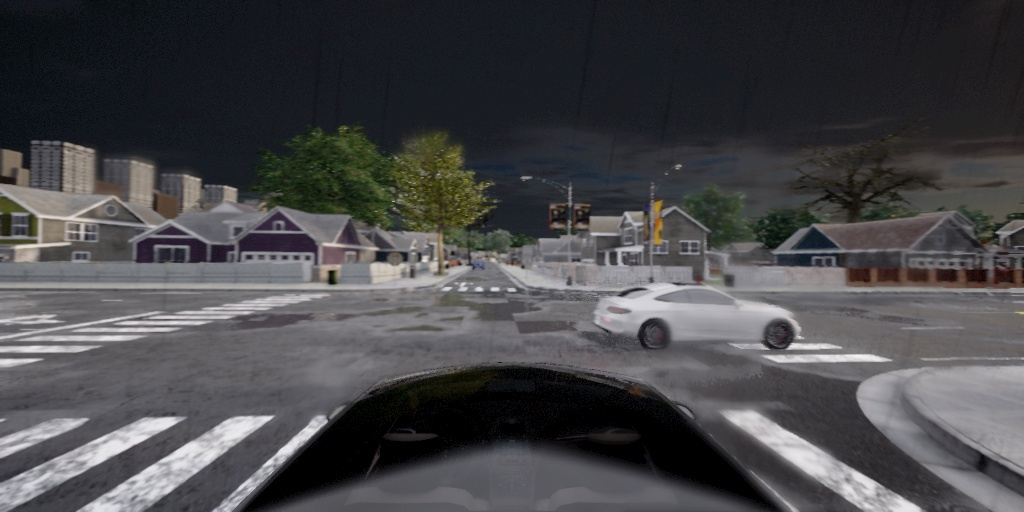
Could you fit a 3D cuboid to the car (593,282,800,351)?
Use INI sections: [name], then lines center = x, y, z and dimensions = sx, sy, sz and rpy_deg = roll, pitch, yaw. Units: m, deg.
[car]
center = 4.375, 1.382, 8.804
dimensions = 4.674, 1.442, 1.812
rpy_deg = 1, 0, -3
